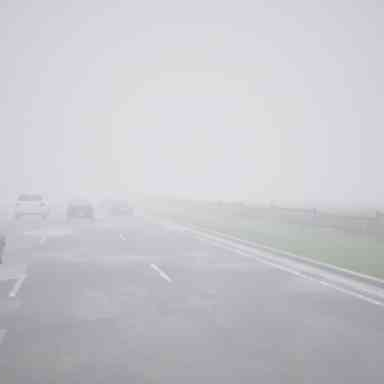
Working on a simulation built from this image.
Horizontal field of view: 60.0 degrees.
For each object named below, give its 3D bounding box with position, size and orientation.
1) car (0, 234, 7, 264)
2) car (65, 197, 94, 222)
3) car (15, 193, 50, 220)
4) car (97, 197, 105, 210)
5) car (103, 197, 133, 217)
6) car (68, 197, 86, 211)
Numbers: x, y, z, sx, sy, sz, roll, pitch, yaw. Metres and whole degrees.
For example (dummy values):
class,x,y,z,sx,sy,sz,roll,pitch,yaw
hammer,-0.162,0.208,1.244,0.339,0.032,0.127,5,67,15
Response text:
class,x,y,z,sx,sy,sz,roll,pitch,yaw
car,-6.072,1.556,8.406,1.895,1.301,4.718,0,0,-20
car,-8.681,1.377,25.723,1.882,1.535,5.008,0,0,-20
car,-12.929,1.101,27.146,2.150,2.045,5.566,0,0,-20
car,-10.545,1.343,41.001,2.128,1.511,4.902,0,0,-20
car,-6.712,1.458,30.534,1.994,1.385,4.181,0,0,-20
car,-13.662,1.350,39.334,1.837,1.490,4.892,0,0,-20
